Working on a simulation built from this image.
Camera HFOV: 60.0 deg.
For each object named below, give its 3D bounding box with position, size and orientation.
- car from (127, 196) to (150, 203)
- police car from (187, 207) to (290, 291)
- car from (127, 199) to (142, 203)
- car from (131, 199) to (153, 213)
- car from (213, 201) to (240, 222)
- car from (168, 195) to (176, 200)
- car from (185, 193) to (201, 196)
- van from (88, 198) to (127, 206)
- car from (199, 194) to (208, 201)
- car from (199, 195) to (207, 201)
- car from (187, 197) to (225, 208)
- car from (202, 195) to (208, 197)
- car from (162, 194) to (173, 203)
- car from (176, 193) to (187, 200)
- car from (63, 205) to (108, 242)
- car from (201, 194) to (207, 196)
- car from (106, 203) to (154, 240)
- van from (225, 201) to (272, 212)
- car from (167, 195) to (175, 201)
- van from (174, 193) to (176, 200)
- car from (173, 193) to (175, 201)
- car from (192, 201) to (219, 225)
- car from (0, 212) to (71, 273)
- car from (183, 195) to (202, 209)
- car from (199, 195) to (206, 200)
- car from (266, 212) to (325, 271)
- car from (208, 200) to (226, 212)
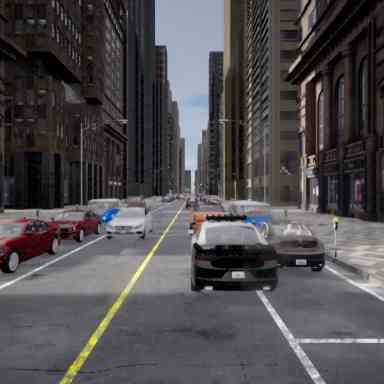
[{"bbox_3d":[-5.711,1.323,33.114,2.192,1.841,5.009,0,0,0],"label":"car"},{"bbox_3d":[0.915,1.426,9.118,1.930,1.638,5.238,0,0,0],"label":"police car"},{"bbox_3d":[-5.720,1.557,27.495,2.008,1.369,4.403,0,0,0],"label":"car"},{"bbox_3d":[-5.703,1.535,38.563,1.752,1.417,4.829,0,0,0],"label":"car"},{"bbox_3d":[2.806,1.532,27.665,1.752,1.417,4.829,0,0,0],"label":"car"},{"bbox_3d":[-5.617,1.619,94.916,1.947,1.339,4.313,0,0,0],"label":"car"},{"bbox_3d":[0.092,1.500,59.429,1.882,1.535,5.008,0,0,0],"label":"car"},{"bbox_3d":[-5.728,1.346,21.877,1.690,1.788,3.998,0,0,0],"label":"van"},{"bbox_3d":[2.891,1.358,83.682,2.192,1.841,5.009,0,0,0],"label":"car"},{"bbox_3d":[2.900,1.614,89.301,1.947,1.339,4.313,0,0,0],"label":"car"},{"bbox_3d":[0.929,1.355,18.978,2.097,1.767,4.553,0,0,0],"label":"car"},{"bbox_3d":[2.840,1.540,50.140,1.752,1.417,4.829,0,0,0],"label":"car"},{"bbox_3d":[-5.651,1.615,72.443,1.802,1.307,4.206,0,0,0],"label":"car"},{"bbox_3d":[-2.863,1.573,88.578,1.812,1.442,4.674,0,0,0],"label":"car"},{"bbox_3d":[-5.737,1.548,16.259,1.887,1.381,4.507,0,0,0],"label":"car"},{"bbox_3d":[2.857,1.590,61.207,1.947,1.339,4.313,0,0,0],"label":"car"},{"bbox_3d":[-3.085,1.529,17.262,1.812,1.442,4.674,0,0,0],"label":"car"},{"bbox_3d":[2.788,1.344,16.257,1.690,1.788,3.998,0,0,0],"label":"van"},{"bbox_3d":[-5.625,1.593,89.298,1.887,1.381,4.507,0,0,0],"label":"car"},{"bbox_3d":[-5.634,1.384,83.680,1.690,1.788,3.998,0,0,0],"label":"van"},{"bbox_3d":[-5.642,1.604,78.061,1.947,1.339,4.313,0,0,0],"label":"car"},{"bbox_3d":[0.939,1.511,25.008,1.837,1.490,4.892,0,0,0],"label":"car"},{"bbox_3d":[-5.745,1.546,10.640,1.887,1.381,4.507,0,0,0],"label":"car"},{"bbox_3d":[0.091,1.538,45.854,1.812,1.442,4.674,0,0,1],"label":"car"},{"bbox_3d":[2.908,1.604,94.920,2.008,1.369,4.403,0,0,0],"label":"car"},{"bbox_3d":[2.780,1.552,10.638,2.008,1.369,4.403,0,0,0],"label":"car"},{"bbox_3d":[2.823,1.592,38.732,1.802,1.307,4.206,0,0,0],"label":"car"}]
